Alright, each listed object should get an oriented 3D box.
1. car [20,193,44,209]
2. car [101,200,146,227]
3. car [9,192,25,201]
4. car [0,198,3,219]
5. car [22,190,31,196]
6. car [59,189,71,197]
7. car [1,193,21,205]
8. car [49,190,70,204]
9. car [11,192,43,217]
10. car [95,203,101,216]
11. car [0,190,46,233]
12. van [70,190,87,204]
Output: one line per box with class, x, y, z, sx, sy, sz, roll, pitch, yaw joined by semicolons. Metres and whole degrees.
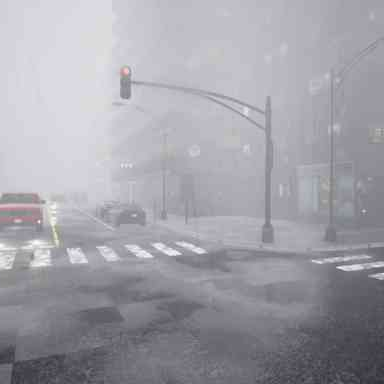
car;-17.268;0.956;36.083;2.128;1.511;4.902;1;1;-24
car;-4.136;1.354;20.800;1.947;1.339;4.313;1;0;-24
car;-27.802;0.727;52.951;1.947;1.339;4.313;1;0;-24
car;-14.079;1.183;22.475;1.887;1.381;4.507;1;0;-24
car;-41.525;0.268;83.427;1.802;1.307;4.206;1;0;-24
car;-29.287;0.229;76.672;2.192;1.841;5.009;1;0;-24
car;-23.228;0.886;42.792;1.947;1.339;4.313;1;0;-24
car;-18.546;0.827;46.226;1.882;1.535;5.008;1;1;-24
car;-13.195;0.960;26.872;2.097;1.767;4.553;1;1;-24
car;-6.423;1.290;25.880;1.802;1.307;4.206;1;0;-24
car;-9.312;0.966;18.125;2.150;2.045;5.566;1;1;-25
van;-15.566;0.731;46.197;1.690;1.788;3.998;1;0;-24
